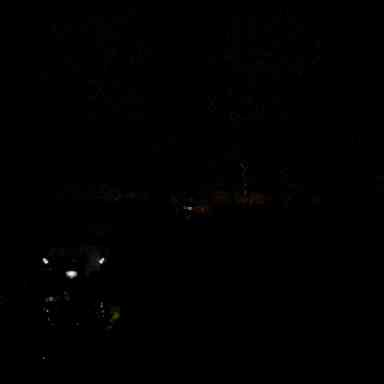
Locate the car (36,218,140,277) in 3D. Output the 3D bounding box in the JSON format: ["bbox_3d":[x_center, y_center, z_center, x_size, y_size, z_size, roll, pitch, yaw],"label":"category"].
[{"bbox_3d":[-2.856,1.562,10.543,2.033,1.411,5.357,0,0,0],"label":"car"}]

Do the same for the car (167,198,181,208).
[{"bbox_3d":[-2.844,1.666,51.503,1.812,1.442,4.674,0,0,0],"label":"car"}]

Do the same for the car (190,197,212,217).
[{"bbox_3d":[0.949,1.531,31.589,1.801,1.575,5.366,0,0,0],"label":"car"}]

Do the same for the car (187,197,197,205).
[{"bbox_3d":[-0.028,1.751,66.096,1.994,1.385,4.181,0,0,0],"label":"car"}]

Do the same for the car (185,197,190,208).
[{"bbox_3d":[-0.018,1.659,49.631,1.812,1.442,4.674,0,0,0],"label":"car"}]
